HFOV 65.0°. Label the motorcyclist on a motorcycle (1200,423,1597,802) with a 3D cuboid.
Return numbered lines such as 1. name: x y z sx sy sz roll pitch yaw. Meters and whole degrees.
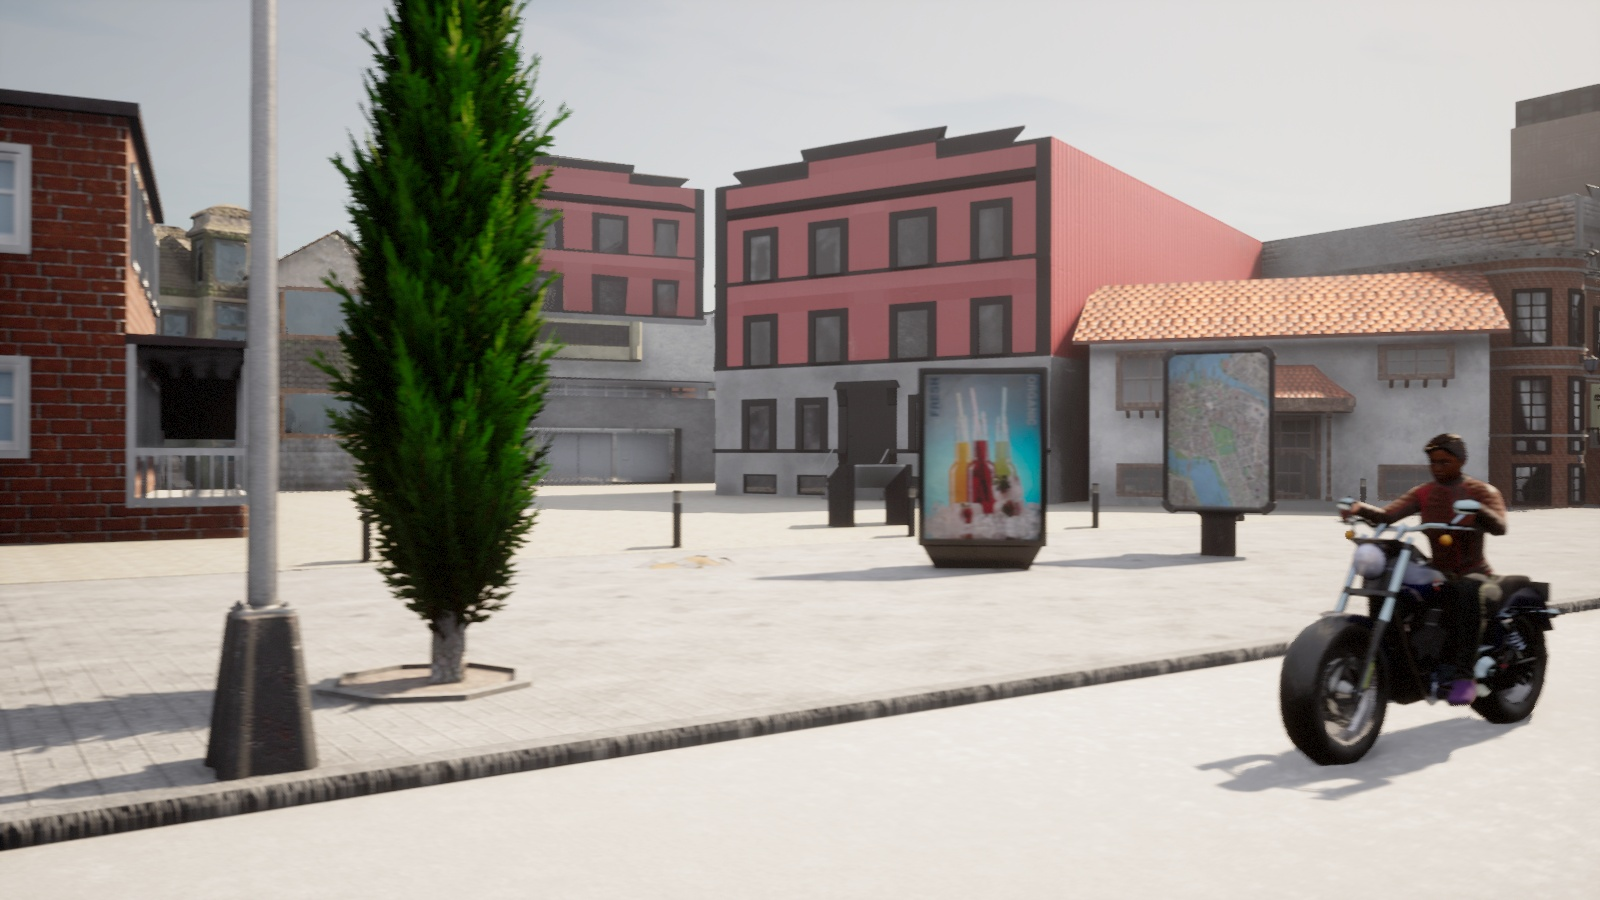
1. motorcyclist on a motorcycle: 3.126 0.704 6.444 2.350 1.649 0.766 0 0 -35
